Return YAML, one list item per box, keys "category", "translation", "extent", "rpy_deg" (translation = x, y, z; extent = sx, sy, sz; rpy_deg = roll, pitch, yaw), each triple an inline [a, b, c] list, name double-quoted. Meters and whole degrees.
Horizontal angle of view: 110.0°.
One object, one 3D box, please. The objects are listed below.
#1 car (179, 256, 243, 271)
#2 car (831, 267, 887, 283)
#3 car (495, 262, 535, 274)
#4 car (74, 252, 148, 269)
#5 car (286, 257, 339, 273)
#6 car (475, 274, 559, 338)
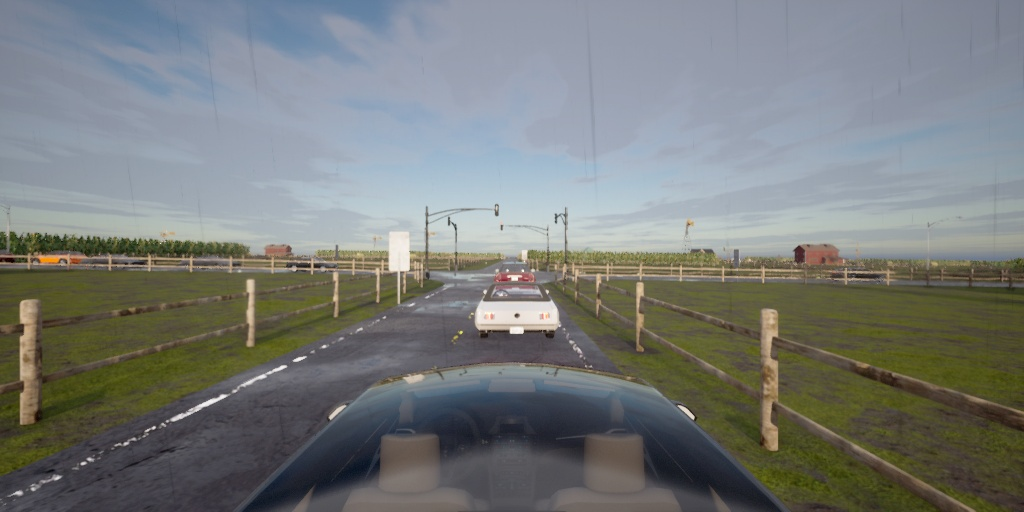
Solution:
- category: "car"
  translation: [-30.759, 0.739, 36.697]
  extent: [5.357, 1.411, 2.033]
  rpy_deg: [1, 0, 0]
- category: "car"
  translation: [35.432, 1.942, 36.555]
  extent: [4.892, 1.490, 1.837]
  rpy_deg: [2, 0, 0]
- category: "car"
  translation: [0.164, 1.097, 19.087]
  extent: [2.097, 1.767, 4.553]
  rpy_deg: [0, 0, 1]
- category: "car"
  translation: [-40.759, 0.559, 36.729]
  extent: [5.357, 1.411, 2.033]
  rpy_deg: [1, 0, 1]
- category: "car"
  translation: [-20.348, 0.885, 36.674]
  extent: [4.892, 1.490, 1.837]
  rpy_deg: [1, 0, 0]
- category: "car"
  translation: [0.117, 1.348, 10.098]
  extent: [1.895, 1.301, 4.718]
  rpy_deg: [0, 0, 0]
